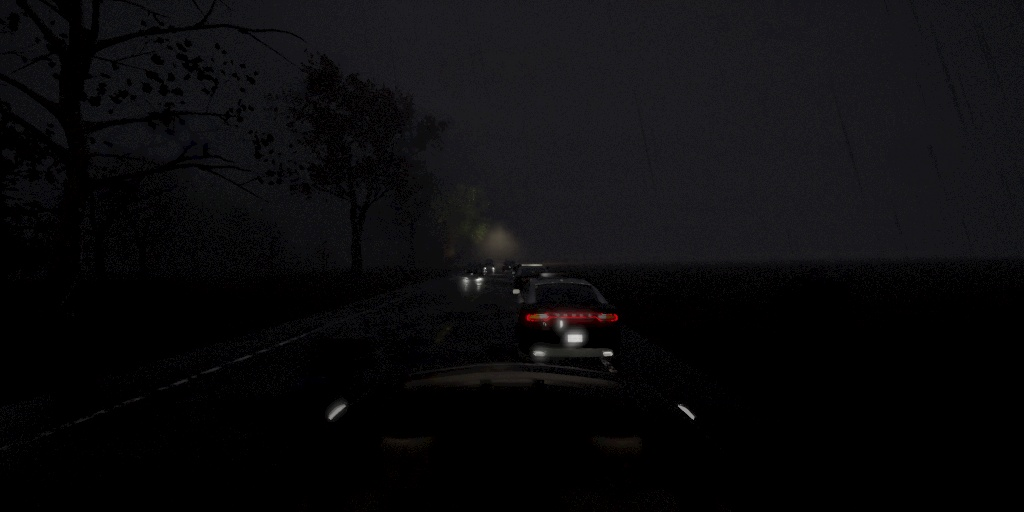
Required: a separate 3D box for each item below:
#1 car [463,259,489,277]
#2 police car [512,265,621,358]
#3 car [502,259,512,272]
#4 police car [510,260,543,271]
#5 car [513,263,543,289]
[{"bbox_3d":[-3.760,1.317,36.053,2.033,1.411,5.357,0,0,-1],"label":"car"},{"bbox_3d":[1.054,1.176,8.592,1.930,1.638,5.238,0,0,0],"label":"police car"},{"bbox_3d":[-0.268,1.345,47.194,1.994,1.385,4.181,0,0,0],"label":"car"},{"bbox_3d":[1.025,1.181,18.601,1.930,1.638,5.238,0,0,0],"label":"police car"},{"bbox_3d":[0.992,1.264,24.498,1.837,1.490,4.892,0,0,0],"label":"car"}]
